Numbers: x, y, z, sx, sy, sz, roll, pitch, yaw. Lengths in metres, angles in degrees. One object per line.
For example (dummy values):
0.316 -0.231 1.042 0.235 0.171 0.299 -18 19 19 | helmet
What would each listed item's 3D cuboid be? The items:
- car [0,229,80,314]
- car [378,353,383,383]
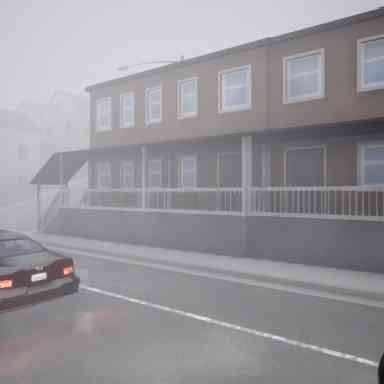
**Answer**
-4.737 1.547 7.343 5.357 1.411 2.033 0 0 36 | car
3.614 1.474 1.406 5.008 1.535 1.882 0 0 35 | car
